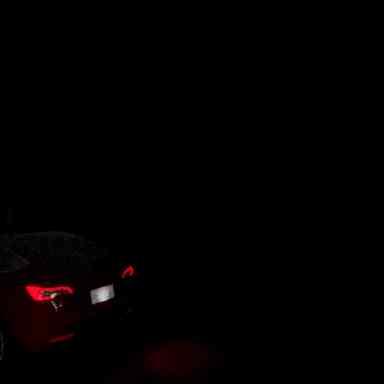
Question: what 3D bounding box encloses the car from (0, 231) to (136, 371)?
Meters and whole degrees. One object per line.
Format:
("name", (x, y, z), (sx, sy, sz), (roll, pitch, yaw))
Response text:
("car", (-3.100, 1.417, 5.707), (4.792, 1.488, 2.163), (-1, 0, 34))
